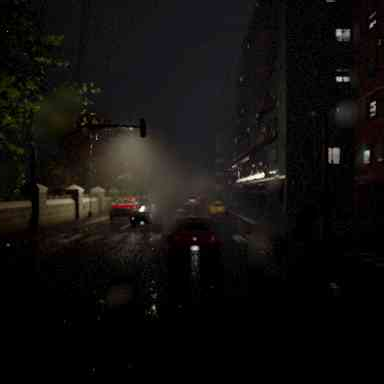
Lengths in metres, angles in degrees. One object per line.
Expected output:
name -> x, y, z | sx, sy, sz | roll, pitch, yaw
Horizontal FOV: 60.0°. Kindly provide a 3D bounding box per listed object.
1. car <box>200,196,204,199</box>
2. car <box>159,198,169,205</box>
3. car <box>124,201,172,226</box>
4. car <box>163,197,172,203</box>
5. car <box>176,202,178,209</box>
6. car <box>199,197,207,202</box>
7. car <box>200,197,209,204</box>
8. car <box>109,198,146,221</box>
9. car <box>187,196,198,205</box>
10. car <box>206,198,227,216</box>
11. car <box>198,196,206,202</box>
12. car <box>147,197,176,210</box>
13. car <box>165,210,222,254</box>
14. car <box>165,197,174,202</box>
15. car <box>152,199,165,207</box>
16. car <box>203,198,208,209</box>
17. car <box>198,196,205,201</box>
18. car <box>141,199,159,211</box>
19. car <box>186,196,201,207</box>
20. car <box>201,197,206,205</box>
car -> 2.709, 1.820, 67.592 | 1.887, 1.381, 4.507 | 0, 0, 0
car -> -5.671, 1.857, 67.594 | 1.802, 1.307, 4.206 | 0, 0, 0
car -> -3.060, 1.639, 24.344 | 2.033, 1.411, 5.357 | 0, 0, 4
car -> -5.668, 1.851, 78.494 | 1.752, 1.417, 4.829 | 0, 0, 0
car -> -3.062, 1.688, 46.333 | 1.837, 1.490, 4.892 | 0, 0, 0
car -> 2.714, 1.918, 84.198 | 1.947, 1.339, 4.313 | 0, 0, 0
car -> 2.711, 1.845, 73.127 | 1.887, 1.381, 4.507 | 0, 0, 0
car -> -5.685, 1.424, 28.849 | 2.192, 1.841, 5.009 | 0, 0, 0
car -> 0.021, 1.614, 64.554 | 2.097, 1.767, 4.553 | 0, 0, 0
car -> 2.698, 1.658, 34.551 | 1.752, 1.417, 4.829 | 0, 0, 0
car -> 2.715, 1.818, 89.733 | 1.967, 1.590, 4.097 | 0, 0, 0
car -> -3.079, 1.624, 34.442 | 2.128, 1.511, 4.902 | 0, 0, 0
car -> 0.105, 1.651, 13.726 | 1.895, 1.301, 4.718 | 0, 0, 0
car -> -5.666, 1.903, 84.200 | 2.008, 1.369, 4.403 | 0, 0, 0
car -> -5.675, 1.808, 56.524 | 1.802, 1.307, 4.206 | 0, 0, 0
car -> 2.700, 1.700, 39.916 | 1.887, 1.381, 4.507 | 0, 0, 0
car -> 2.717, 1.971, 95.268 | 1.947, 1.339, 4.313 | 0, 0, 0
car -> -5.679, 1.723, 45.454 | 1.887, 1.381, 4.507 | 0, 0, 0
car -> 0.019, 1.819, 54.602 | 1.895, 1.301, 4.718 | 0, 0, 0
car -> 2.702, 1.729, 45.452 | 2.008, 1.369, 4.403 | 0, 0, 0
